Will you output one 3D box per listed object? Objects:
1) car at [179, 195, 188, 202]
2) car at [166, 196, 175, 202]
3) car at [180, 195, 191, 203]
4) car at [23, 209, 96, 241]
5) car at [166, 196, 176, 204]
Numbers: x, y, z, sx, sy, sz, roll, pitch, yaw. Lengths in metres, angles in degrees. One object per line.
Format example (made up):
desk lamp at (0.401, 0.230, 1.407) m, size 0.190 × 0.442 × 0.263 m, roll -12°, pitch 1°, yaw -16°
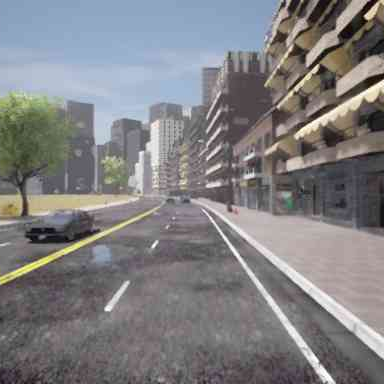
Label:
car at (-2.059, 1.590, 81.951) m, size 1.837 × 1.490 × 4.892 m, roll 0°, pitch 0°, yaw -5°
car at (-5.299, 1.639, 81.695) m, size 1.994 × 1.385 × 4.181 m, roll 0°, pitch 0°, yaw -5°
car at (-1.318, 1.718, 71.450) m, size 2.033 × 1.411 × 5.357 m, roll 0°, pitch 0°, yaw -4°
car at (-6.497, 1.584, 17.115) m, size 2.033 × 1.411 × 5.357 m, roll 0°, pitch 0°, yaw 0°
car at (-4.587, 1.702, 71.650) m, size 2.128 × 1.511 × 4.902 m, roll 0°, pitch 0°, yaw -4°
